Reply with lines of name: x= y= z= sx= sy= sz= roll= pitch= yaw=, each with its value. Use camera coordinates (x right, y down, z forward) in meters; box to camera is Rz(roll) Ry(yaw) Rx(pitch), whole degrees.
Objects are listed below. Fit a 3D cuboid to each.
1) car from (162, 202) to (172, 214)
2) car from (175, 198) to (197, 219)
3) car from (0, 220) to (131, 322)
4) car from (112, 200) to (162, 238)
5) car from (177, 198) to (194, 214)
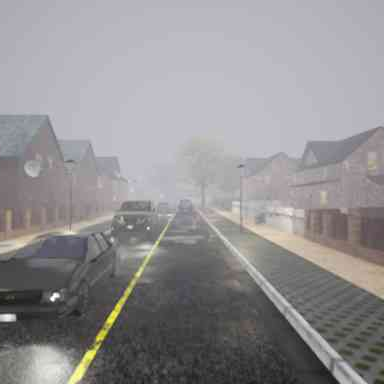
car: x=-3.739 y=2.036 z=44.247 sx=1.882 sy=1.535 sz=5.008 roll=0 pitch=-1 yaw=-1
car: x=-0.616 y=1.791 z=34.410 sx=2.097 sy=1.767 sz=4.553 roll=0 pitch=-1 yaw=-1
car: x=-2.994 y=1.658 z=7.972 sx=2.033 sy=1.411 sz=5.357 roll=0 pitch=-1 yaw=-1
car: x=-3.225 y=1.487 z=19.762 sx=2.150 sy=2.045 sz=5.566 roll=0 pitch=-1 yaw=-1
car: x=-0.860 y=1.777 z=44.265 sx=2.150 sy=2.045 sz=5.566 roll=0 pitch=-1 yaw=0
